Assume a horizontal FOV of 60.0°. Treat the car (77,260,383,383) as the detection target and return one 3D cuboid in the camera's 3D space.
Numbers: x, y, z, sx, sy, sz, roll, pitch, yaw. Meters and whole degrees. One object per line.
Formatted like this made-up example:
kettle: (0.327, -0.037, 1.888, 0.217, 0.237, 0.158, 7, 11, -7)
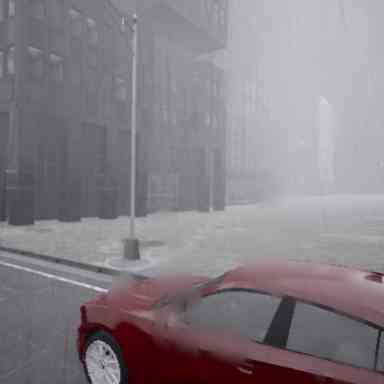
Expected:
car: (0.894, 1.468, 3.356, 5.008, 1.535, 1.882, 0, 0, 36)
